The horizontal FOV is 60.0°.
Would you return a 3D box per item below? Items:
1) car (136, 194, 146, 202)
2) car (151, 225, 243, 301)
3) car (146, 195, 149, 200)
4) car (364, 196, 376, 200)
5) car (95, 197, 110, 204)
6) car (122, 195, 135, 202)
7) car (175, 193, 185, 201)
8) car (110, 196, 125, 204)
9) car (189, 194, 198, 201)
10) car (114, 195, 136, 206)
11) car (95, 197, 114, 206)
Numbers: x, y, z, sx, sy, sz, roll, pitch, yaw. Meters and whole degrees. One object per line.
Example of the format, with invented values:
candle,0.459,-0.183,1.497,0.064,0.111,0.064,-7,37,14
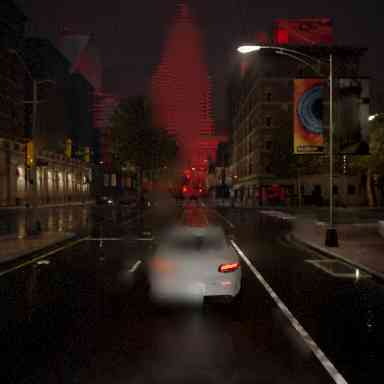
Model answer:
car,-11.227,1.547,66.595,2.033,1.411,5.357,0,0,1
car,0.112,1.526,8.182,1.812,1.442,4.674,0,0,1
car,-11.163,1.355,76.815,2.097,1.767,4.553,0,0,0
car,34.744,1.481,68.090,2.231,1.521,4.892,0,0,0
car,-17.956,1.595,66.929,1.895,1.301,4.718,0,0,0
car,-14.663,1.478,76.799,1.882,1.535,5.008,0,0,0
car,-3.119,1.218,86.508,2.150,2.045,5.566,0,0,0
car,-14.725,1.503,66.382,1.837,1.490,4.892,0,0,1
car,0.380,1.493,86.462,1.837,1.490,4.892,0,0,0
car,-11.336,1.478,56.782,1.882,1.535,5.008,0,0,0
car,-14.834,1.547,56.846,2.033,1.411,5.357,0,0,0
